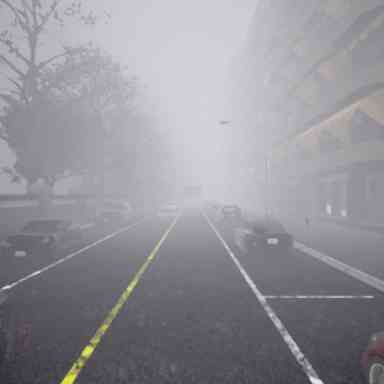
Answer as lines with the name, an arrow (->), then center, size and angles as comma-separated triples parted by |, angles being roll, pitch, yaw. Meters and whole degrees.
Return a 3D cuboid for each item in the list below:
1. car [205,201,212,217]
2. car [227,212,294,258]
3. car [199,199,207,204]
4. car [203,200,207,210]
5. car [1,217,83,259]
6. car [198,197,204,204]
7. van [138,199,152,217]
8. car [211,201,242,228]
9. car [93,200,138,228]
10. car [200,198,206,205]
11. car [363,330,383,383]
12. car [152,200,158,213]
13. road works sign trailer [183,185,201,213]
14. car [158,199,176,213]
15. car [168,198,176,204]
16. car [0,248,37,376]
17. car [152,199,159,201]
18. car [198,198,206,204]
car -> 2.713, 1.891, 35.862 | 1.752, 1.417, 4.829 | 0, -1, 0
car -> 2.699, 1.697, 13.172 | 1.947, 1.339, 4.313 | 0, -1, 0
car -> 2.744, 2.479, 86.362 | 1.887, 1.381, 4.507 | 0, -1, 0
car -> 2.716, 2.007, 41.321 | 1.802, 1.307, 4.206 | 0, -1, 0
car -> -5.681, 1.697, 13.177 | 1.947, 1.339, 4.313 | 0, -1, 0
car -> 2.741, 2.412, 80.732 | 1.887, 1.381, 4.507 | 0, -1, 0
van -> -5.667, 1.706, 35.698 | 1.690, 1.788, 3.998 | 0, -1, 0
car -> 2.706, 1.685, 24.432 | 1.967, 1.590, 4.097 | 0, -1, 0
car -> -5.674, 1.561, 24.439 | 2.192, 1.841, 5.009 | 0, -1, 0
car -> 2.723, 2.114, 52.583 | 1.947, 1.339, 4.313 | 0, -1, 0
car -> 2.692, 1.602, 1.912 | 1.802, 1.307, 4.206 | 0, -1, 0
car -> -5.664, 2.007, 41.326 | 1.802, 1.307, 4.206 | 0, -1, 0
road works sign trailer -> 0.029, 0.922, 44.357 | 2.380, 3.560, 2.880 | 0, -1, 0
car -> -3.060, 1.979, 43.951 | 1.812, 1.442, 4.674 | 0, -1, 0
car -> -5.633, 2.442, 91.996 | 1.967, 1.590, 4.097 | 0, -1, 0
car -> -3.096, 1.527, 2.132 | 1.837, 1.490, 4.892 | 0, -1, 0
car -> -5.661, 2.032, 46.957 | 1.887, 1.381, 4.507 | 0, -1, 0
car -> 2.748, 2.441, 91.992 | 1.967, 1.590, 4.097 | 0, -1, 0
